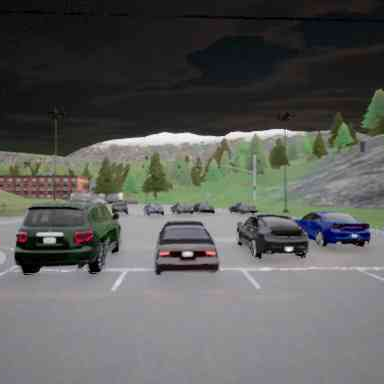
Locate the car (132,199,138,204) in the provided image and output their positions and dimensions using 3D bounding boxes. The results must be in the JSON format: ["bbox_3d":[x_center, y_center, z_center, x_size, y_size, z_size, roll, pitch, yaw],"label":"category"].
[{"bbox_3d":[-14.900,2.332,80.044,4.181,1.385,1.994,0,-1,39],"label":"car"}]

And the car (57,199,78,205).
[{"bbox_3d":[-30.730,2.395,82.073,4.718,1.301,1.895,0,-1,21],"label":"car"}]

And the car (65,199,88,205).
[{"bbox_3d":[-26.153,2.276,75.498,5.357,1.411,2.033,0,-1,32],"label":"car"}]

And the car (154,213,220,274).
[{"bbox_3d":[-0.265,1.656,10.979,2.033,1.411,5.357,0,-1,-3],"label":"car"}]

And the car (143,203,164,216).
[{"bbox_3d":[-4.413,1.917,37.838,2.033,1.411,5.357,0,-1,-15],"label":"car"}]

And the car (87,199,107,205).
[{"bbox_3d":[-21.976,2.273,76.811,4.674,1.442,1.812,0,-1,35],"label":"car"}]

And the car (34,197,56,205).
[{"bbox_3d":[-35.539,2.138,80.266,4.553,1.767,2.097,0,-1,18],"label":"car"}]

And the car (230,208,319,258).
[{"bbox_3d":[3.043,1.639,13.447,1.837,1.490,4.892,0,0,-4],"label":"car"}]

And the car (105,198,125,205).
[{"bbox_3d":[-18.205,2.263,78.284,4.892,1.490,1.837,0,-1,39],"label":"car"}]

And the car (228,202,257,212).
[{"bbox_3d":[5.980,1.932,39.486,2.033,1.411,5.357,0,-1,-14],"label":"car"}]

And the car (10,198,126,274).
[{"bbox_3d":[-3.790,1.334,11.132,2.150,2.045,5.566,0,0,-4],"label":"car"}]

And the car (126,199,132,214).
[{"bbox_3d":[-9.009,1.893,41.177,2.128,1.511,4.902,0,-1,-16],"label":"car"}]

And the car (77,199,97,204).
[{"bbox_3d":[-26.534,2.413,83.896,4.718,1.301,1.895,0,-1,25],"label":"car"}]

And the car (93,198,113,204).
[{"bbox_3d":[-22.904,2.362,85.855,4.902,1.511,2.128,0,-1,28],"label":"car"}]

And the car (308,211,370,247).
[{"bbox_3d":[6.352,1.633,15.907,1.882,1.535,5.008,0,0,-5],"label":"car"}]

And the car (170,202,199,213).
[{"bbox_3d":[-1.226,1.932,39.471,2.033,1.411,5.357,0,-1,-15],"label":"car"}]

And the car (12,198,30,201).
[{"bbox_3d":[-40.215,2.117,78.070,4.553,1.767,2.097,0,-1,14],"label":"car"}]

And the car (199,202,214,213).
[{"bbox_3d":[1.385,1.982,42.920,1.994,1.385,4.181,0,-1,-15],"label":"car"}]
